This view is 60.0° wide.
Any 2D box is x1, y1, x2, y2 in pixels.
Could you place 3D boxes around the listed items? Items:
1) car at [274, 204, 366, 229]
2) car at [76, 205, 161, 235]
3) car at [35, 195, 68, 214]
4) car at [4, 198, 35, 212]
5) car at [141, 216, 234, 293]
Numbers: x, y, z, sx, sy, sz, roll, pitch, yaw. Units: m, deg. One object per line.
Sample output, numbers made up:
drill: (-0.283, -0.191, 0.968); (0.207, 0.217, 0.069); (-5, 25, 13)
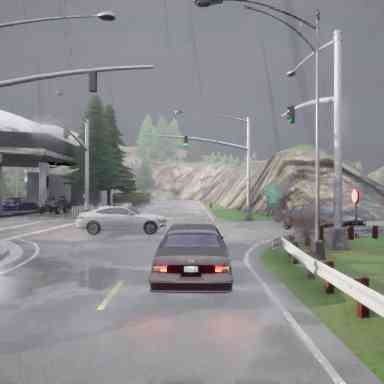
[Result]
car: (6.512, 1.359, 17.637); (2.033, 1.411, 5.357); (0, 0, -20)
car: (-3.647, 1.415, 17.461); (4.674, 1.442, 1.812); (0, 0, -1)
car: (-14.600, 1.313, 35.292); (1.905, 1.878, 3.866); (0, 0, -1)
car: (-20.315, 1.480, 39.558); (2.242, 1.667, 4.611); (0, 0, -1)
car: (0.032, 1.547, 8.978); (2.033, 1.411, 5.357); (0, 0, 1)
